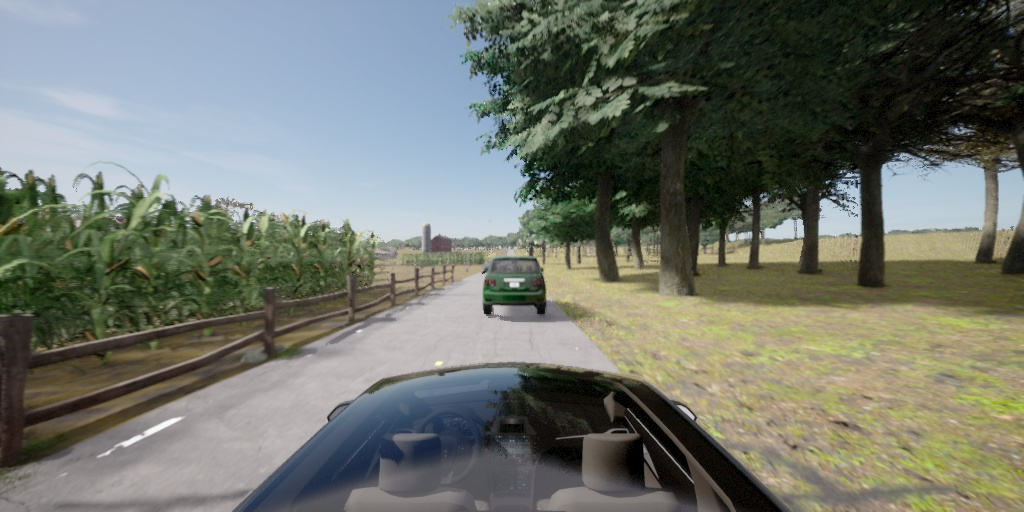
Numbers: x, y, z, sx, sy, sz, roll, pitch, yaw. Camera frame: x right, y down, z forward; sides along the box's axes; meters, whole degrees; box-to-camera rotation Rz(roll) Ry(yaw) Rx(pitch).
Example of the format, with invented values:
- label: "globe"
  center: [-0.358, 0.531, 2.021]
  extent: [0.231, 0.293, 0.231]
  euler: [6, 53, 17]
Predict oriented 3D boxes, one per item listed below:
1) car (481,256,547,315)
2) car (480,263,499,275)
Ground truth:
- label: "car"
  center: [0.091, 1.019, 13.931]
  extent: [2.150, 2.045, 5.566]
  euler: [0, 0, 0]
- label: "car"
  center: [-2.824, 1.585, 45.161]
  extent: [2.033, 1.411, 5.357]
  euler: [0, -1, 0]
